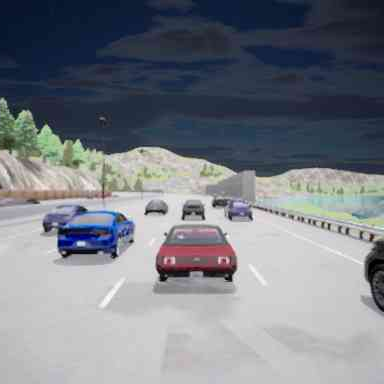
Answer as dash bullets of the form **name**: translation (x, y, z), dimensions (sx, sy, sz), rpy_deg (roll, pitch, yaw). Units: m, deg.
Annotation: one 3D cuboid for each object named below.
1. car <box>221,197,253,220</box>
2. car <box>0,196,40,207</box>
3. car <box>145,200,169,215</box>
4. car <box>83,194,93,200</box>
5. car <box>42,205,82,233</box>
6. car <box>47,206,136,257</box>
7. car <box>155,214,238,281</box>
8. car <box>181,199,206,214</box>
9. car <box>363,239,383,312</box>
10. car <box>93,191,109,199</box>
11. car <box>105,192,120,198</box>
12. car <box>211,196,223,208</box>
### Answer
- **car**: translation (3.680, 1.418, 26.800), dimensions (1.812, 1.442, 4.674), rpy_deg (0, 0, -1)
- **car**: translation (-17.577, 1.363, 34.572), dimensions (1.837, 1.490, 4.892), rpy_deg (0, 0, 0)
- **car**: translation (-3.388, 1.432, 32.390), dimensions (1.994, 1.385, 4.181), rpy_deg (0, 0, 0)
- **car**: translation (-24.285, 1.159, 81.601), dimensions (1.837, 1.490, 4.892), rpy_deg (0, 0, 1)
- **car**: translation (-6.894, 1.447, 19.045), dimensions (1.812, 1.442, 4.674), rpy_deg (0, 0, 0)
- **car**: translation (-3.396, 1.425, 12.653), dimensions (1.882, 1.535, 5.008), rpy_deg (0, 0, 0)
- **car**: translation (0.103, 1.561, 9.689), dimensions (1.895, 1.301, 4.718), rpy_deg (0, 0, 0)
- **car**: translation (0.110, 1.391, 28.032), dimensions (1.837, 1.490, 4.892), rpy_deg (0, 0, 0)
- **car**: translation (4.551, 1.207, 4.382), dimensions (2.150, 2.045, 5.566), rpy_deg (0, 0, 0)
- **car**: translation (-20.850, 0.883, 78.778), dimensions (2.150, 2.045, 5.566), rpy_deg (0, 0, 1)
- **car**: translation (-17.416, 1.288, 75.008), dimensions (1.895, 1.301, 4.718), rpy_deg (0, 0, 1)
- **car**: translation (3.652, 1.297, 44.916), dimensions (1.882, 1.535, 5.008), rpy_deg (0, 1, 0)
